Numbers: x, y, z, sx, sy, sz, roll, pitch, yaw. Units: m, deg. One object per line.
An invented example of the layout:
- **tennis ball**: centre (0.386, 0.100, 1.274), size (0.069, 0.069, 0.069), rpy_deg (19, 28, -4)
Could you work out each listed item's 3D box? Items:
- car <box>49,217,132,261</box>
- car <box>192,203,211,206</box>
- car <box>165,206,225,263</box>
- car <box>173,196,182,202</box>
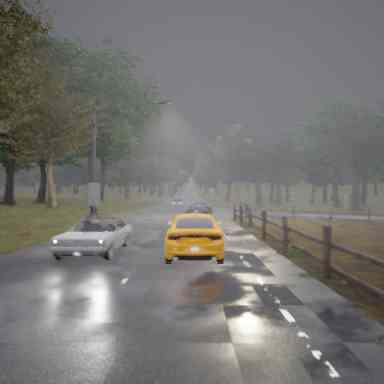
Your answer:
- **car**: centre (-3.589, 1.651, 12.625), size (1.895, 1.301, 4.718), rpy_deg (0, 0, 0)
- **car**: centre (0.825, 1.676, 30.939), size (1.994, 1.385, 4.181), rpy_deg (0, 0, 11)
- **car**: centre (0.090, 1.525, 12.242), size (1.882, 1.535, 5.008), rpy_deg (0, 0, 0)
- **car**: centre (-3.487, 1.687, 80.438), size (1.882, 1.535, 5.008), rpy_deg (0, 0, 0)
